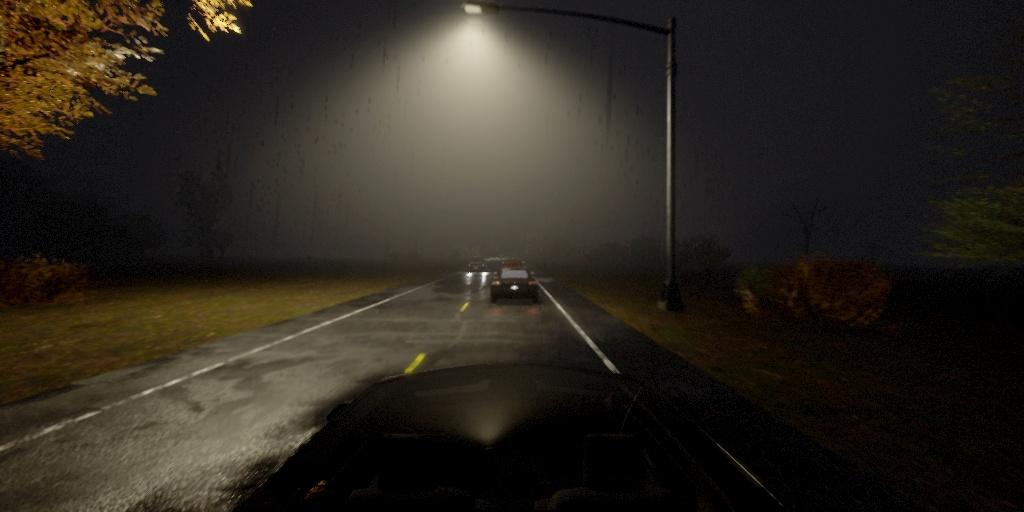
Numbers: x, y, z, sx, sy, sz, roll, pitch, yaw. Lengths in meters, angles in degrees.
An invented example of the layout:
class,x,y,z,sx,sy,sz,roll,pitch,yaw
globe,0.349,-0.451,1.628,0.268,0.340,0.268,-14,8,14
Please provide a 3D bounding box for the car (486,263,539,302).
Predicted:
class,x,y,z,sx,sy,sz,roll,pitch,yaw
car,0.098,1.168,15.853,1.994,1.385,4.181,0,1,0

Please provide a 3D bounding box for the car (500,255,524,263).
class,x,y,z,sx,sy,sz,roll,pitch,yaw
car,0.097,0.908,32.461,1.882,1.535,5.008,0,1,0

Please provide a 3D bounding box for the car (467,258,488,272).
class,x,y,z,sx,sy,sz,roll,pitch,yaw
car,-3.575,0.899,37.938,1.812,1.442,4.674,0,0,0
